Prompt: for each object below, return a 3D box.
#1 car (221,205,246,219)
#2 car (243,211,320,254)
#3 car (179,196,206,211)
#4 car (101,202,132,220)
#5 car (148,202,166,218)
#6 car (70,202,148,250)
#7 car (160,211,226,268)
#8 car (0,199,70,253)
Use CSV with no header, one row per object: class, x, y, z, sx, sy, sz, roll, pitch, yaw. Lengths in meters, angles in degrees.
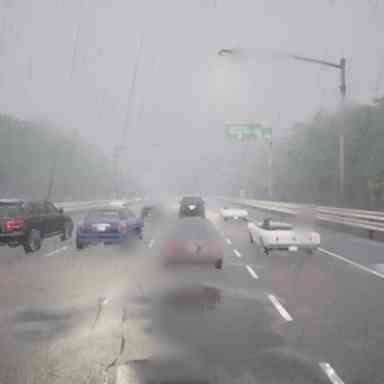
car,3.512,1.750,28.709,1.895,1.301,4.718,0,0,0
car,3.529,1.677,13.740,1.895,1.301,4.718,0,0,0
car,0.013,1.375,28.948,2.150,2.045,5.566,0,0,0
car,-6.976,1.687,31.079,1.812,1.442,4.674,0,0,0
car,-3.479,1.664,30.316,1.837,1.490,4.892,0,0,0
car,-3.466,1.433,14.837,2.097,1.767,4.553,0,0,0
car,0.018,1.612,11.433,2.033,1.411,5.357,0,0,0
car,-6.969,1.302,14.123,2.150,2.045,5.566,0,0,0
